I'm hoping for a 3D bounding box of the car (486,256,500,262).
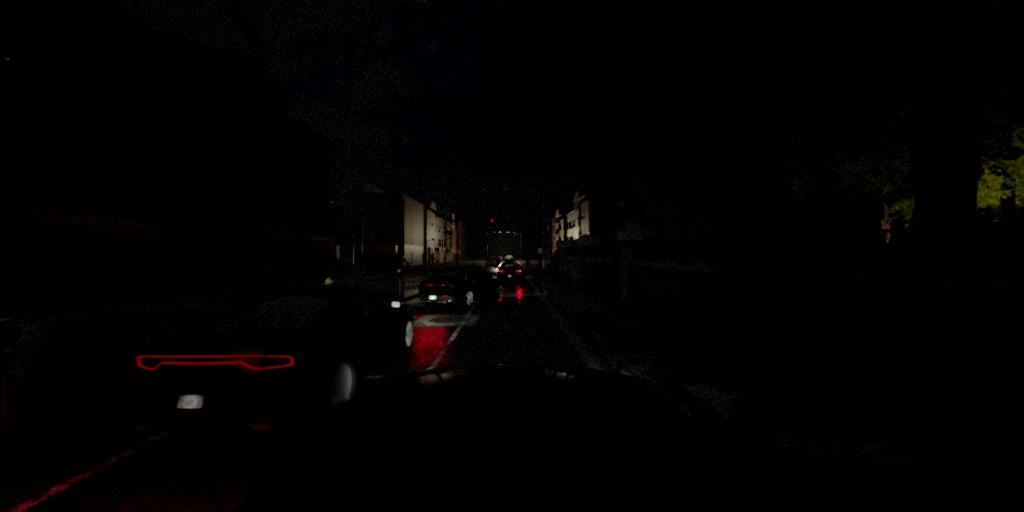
[{"bbox_3d":[-3.051,1.049,52.625,1.751,1.417,4.829,0,0,0],"label":"car"}]

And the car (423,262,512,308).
[{"bbox_3d":[-1.890,1.195,15.018,1.837,1.490,4.892,1,1,23],"label":"car"}]

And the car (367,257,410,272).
[{"bbox_3d":[-14.116,0.938,40.997,4.553,1.767,2.097,0,0,-1],"label":"car"}]

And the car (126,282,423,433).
[{"bbox_3d":[-3.045,1.208,5.854,1.882,1.535,5.008,0,0,0],"label":"car"}]

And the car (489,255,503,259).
[{"bbox_3d":[-3.097,0.815,58.247,2.192,1.841,5.009,0,0,0],"label":"car"}]

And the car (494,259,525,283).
[{"bbox_3d":[-0.148,1.162,26.466,1.812,1.442,4.674,0,0,0],"label":"car"}]
